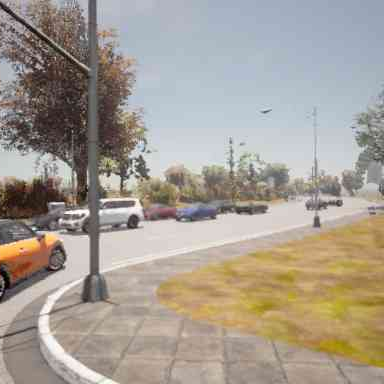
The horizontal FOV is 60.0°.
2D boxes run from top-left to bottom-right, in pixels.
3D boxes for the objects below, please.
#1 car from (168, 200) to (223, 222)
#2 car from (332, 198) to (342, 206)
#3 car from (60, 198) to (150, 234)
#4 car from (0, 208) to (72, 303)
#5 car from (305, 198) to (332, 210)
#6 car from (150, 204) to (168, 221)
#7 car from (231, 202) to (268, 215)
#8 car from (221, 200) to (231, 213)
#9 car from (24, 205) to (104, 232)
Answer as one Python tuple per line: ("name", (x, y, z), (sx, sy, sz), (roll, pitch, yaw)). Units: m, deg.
("car", (0.412, 1.720, 28.903), (1.812, 1.442, 4.674), (-1, 0, 38))
("car", (22.855, 1.560, 53.534), (1.895, 1.301, 4.718), (-1, 0, 32))
("car", (-5.615, 1.435, 21.349), (2.150, 2.045, 5.566), (-1, -1, 39))
("car", (-5.001, 1.465, 8.443), (2.097, 1.767, 4.553), (0, 0, 0))
("car", (16.495, 1.526, 44.036), (2.128, 1.511, 4.902), (-1, 0, 35))
("car", (-3.147, 1.807, 30.041), (1.994, 1.385, 4.181), (-1, 0, 39))
("car", (6.622, 1.754, 36.837), (1.895, 1.301, 4.718), (-1, 0, 37))
("car", (3.116, 1.709, 38.024), (1.837, 1.490, 4.892), (-1, 0, 38))
("car", (-8.705, 1.764, 23.086), (1.837, 1.490, 4.892), (-1, 0, 39))
